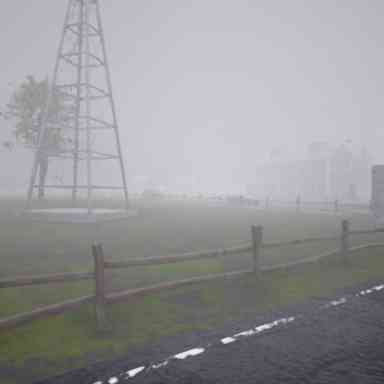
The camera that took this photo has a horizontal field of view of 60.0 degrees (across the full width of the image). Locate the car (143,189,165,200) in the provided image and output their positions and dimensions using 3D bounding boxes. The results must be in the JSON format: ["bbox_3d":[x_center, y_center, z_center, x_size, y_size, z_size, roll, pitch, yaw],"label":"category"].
[{"bbox_3d":[-7.083,0.413,61.343,2.150,2.045,5.566,1,0,-35],"label":"car"}]

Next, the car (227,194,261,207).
[{"bbox_3d":[6.515,0.982,42.025,1.882,1.535,5.008,1,0,-35],"label":"car"}]
